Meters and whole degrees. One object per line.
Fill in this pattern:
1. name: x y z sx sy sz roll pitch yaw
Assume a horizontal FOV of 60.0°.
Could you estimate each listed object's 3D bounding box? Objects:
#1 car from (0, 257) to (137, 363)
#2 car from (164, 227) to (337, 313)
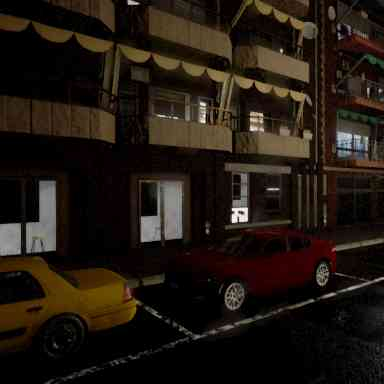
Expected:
1. car: -3.149 1.525 4.321 4.829 1.417 1.752 0 0 -36
2. car: 1.488 1.544 7.628 4.507 1.381 1.887 0 0 -36
